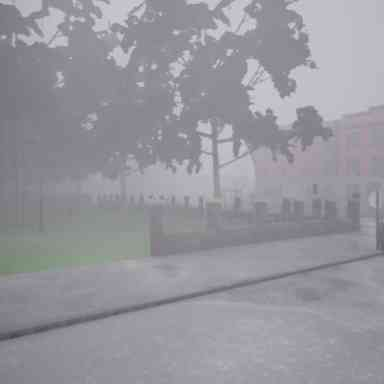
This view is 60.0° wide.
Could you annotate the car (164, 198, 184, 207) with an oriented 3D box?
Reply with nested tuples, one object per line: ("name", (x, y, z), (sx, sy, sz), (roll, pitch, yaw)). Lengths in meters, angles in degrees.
("car", (-2.503, 1.579, 45.186), (1.812, 1.442, 4.674), (0, 0, -35))
